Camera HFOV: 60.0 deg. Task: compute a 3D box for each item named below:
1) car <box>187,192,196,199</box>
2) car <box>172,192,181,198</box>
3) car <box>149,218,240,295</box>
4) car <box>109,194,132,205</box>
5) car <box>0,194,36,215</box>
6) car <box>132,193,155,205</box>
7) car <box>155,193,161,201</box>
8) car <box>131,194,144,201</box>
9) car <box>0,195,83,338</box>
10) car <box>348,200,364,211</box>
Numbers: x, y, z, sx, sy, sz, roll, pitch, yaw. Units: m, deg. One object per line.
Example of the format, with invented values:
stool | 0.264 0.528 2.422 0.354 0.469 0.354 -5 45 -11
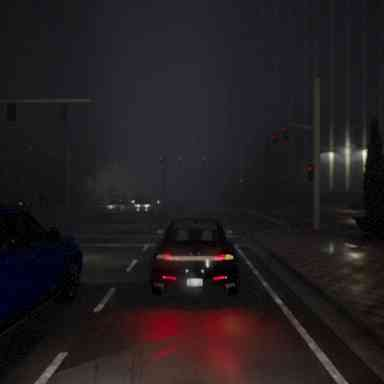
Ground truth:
car | -0.134 0.813 75.558 1.837 1.490 4.892 0 0 0
car | -3.635 0.718 76.091 1.812 1.442 4.674 0 0 0
car | 0.078 1.421 8.514 2.128 1.511 4.902 0 0 1
car | -10.713 1.078 48.969 1.882 1.535 5.008 0 0 2
car | -17.027 1.103 30.400 4.553 1.767 2.097 0 1 7
car | -7.164 1.161 49.318 1.994 1.385 4.181 0 1 0
car | -7.143 0.946 65.192 1.882 1.535 5.008 0 0 0
car | -10.640 1.031 65.205 1.994 1.385 4.181 0 0 0
car | -3.451 1.181 4.880 2.150 2.045 5.566 0 0 1
car | 18.757 1.278 34.983 4.181 1.385 1.994 0 0 -1
